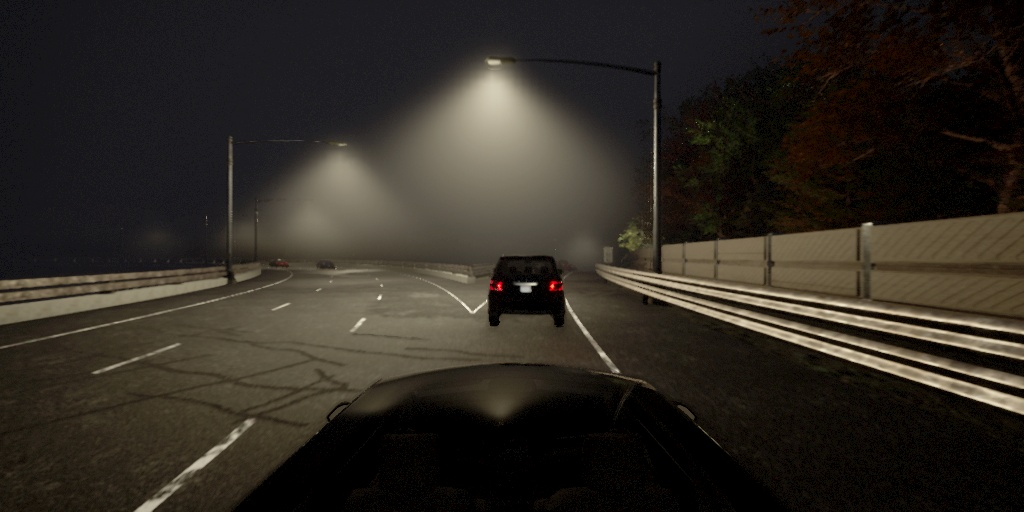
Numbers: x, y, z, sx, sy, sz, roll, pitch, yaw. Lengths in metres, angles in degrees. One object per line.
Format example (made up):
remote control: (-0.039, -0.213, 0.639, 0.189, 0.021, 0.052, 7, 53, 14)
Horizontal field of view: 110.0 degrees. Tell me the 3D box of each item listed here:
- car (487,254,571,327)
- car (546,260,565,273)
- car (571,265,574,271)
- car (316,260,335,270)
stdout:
car: (0.512, 0.981, 11.845, 2.150, 2.045, 5.566, 0, -1, 3)
car: (5.360, 1.336, 43.940, 1.837, 1.490, 4.892, 0, -2, 12)
car: (8.149, 1.458, 56.383, 2.097, 1.767, 4.553, 0, -2, 13)
car: (-27.976, 1.273, 53.752, 1.812, 1.442, 4.674, 0, 0, -39)
